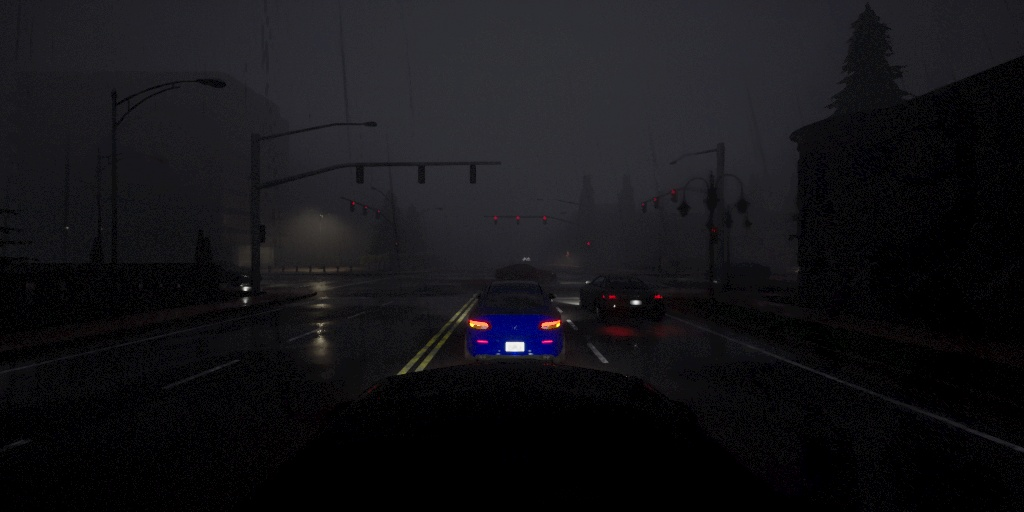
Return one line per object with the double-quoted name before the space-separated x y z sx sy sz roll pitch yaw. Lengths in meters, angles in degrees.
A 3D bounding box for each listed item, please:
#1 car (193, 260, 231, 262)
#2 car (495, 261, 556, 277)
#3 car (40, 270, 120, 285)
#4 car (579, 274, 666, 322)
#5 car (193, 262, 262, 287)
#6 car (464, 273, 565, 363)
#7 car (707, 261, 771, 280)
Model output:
"car" -22.199 1.103 27.383 4.553 1.767 2.097 0 0 0
"car" 0.989 1.275 27.019 4.674 1.442 1.812 0 0 1
"car" -28.430 1.351 23.892 4.718 1.301 1.895 0 0 0
"car" 3.581 1.314 12.349 1.994 1.385 4.181 0 0 0
"car" -19.315 1.276 23.904 4.674 1.442 1.812 0 0 0
"car" 0.063 1.276 7.998 1.812 1.442 4.674 0 0 0
"car" 19.374 1.227 30.754 5.008 1.535 1.882 0 0 -1
